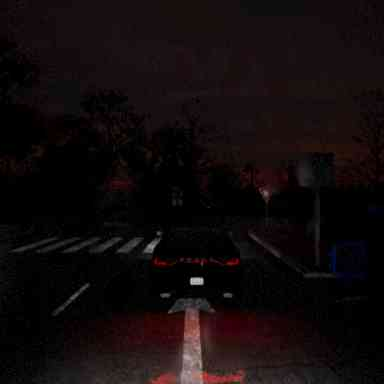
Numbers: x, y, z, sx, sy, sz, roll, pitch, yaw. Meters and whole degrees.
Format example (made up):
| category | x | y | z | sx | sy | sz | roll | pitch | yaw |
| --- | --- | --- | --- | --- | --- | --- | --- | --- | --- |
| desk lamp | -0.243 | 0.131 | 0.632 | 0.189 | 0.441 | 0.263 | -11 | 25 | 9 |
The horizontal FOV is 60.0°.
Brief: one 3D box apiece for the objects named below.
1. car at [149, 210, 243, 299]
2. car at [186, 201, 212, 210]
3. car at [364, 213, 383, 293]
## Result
| category | x | y | z | sx | sy | sz | roll | pitch | yaw |
| --- | --- | --- | --- | --- | --- | --- | --- | --- | --- |
| car | 0.079 | 1.465 | 8.502 | 1.882 | 1.535 | 5.008 | 0 | 0 | 0 |
| car | -0.187 | 1.747 | 36.723 | 4.892 | 1.490 | 1.837 | 1 | -1 | 22 |
| car | 6.013 | 1.226 | 6.416 | 5.566 | 2.045 | 2.435 | 1 | 0 | -20 |
